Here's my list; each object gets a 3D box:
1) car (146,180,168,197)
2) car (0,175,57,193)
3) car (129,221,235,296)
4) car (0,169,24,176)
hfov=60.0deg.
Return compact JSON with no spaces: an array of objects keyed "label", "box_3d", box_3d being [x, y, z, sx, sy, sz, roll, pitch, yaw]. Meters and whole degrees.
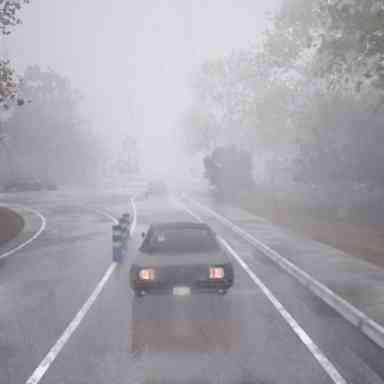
[{"label":"car","box_3d":[-3.352,-0.407,32.150,2.033,1.411,5.357,0,5,-1]},{"label":"car","box_3d":[-16.730,-0.730,34.738,5.008,1.535,1.882,0,6,-4]},{"label":"car","box_3d":[-0.302,1.364,8.040,1.895,1.301,4.718,0,2,-3]},{"label":"car","box_3d":[-34.006,-3.474,62.365,2.097,1.767,4.553,3,6,30]}]
